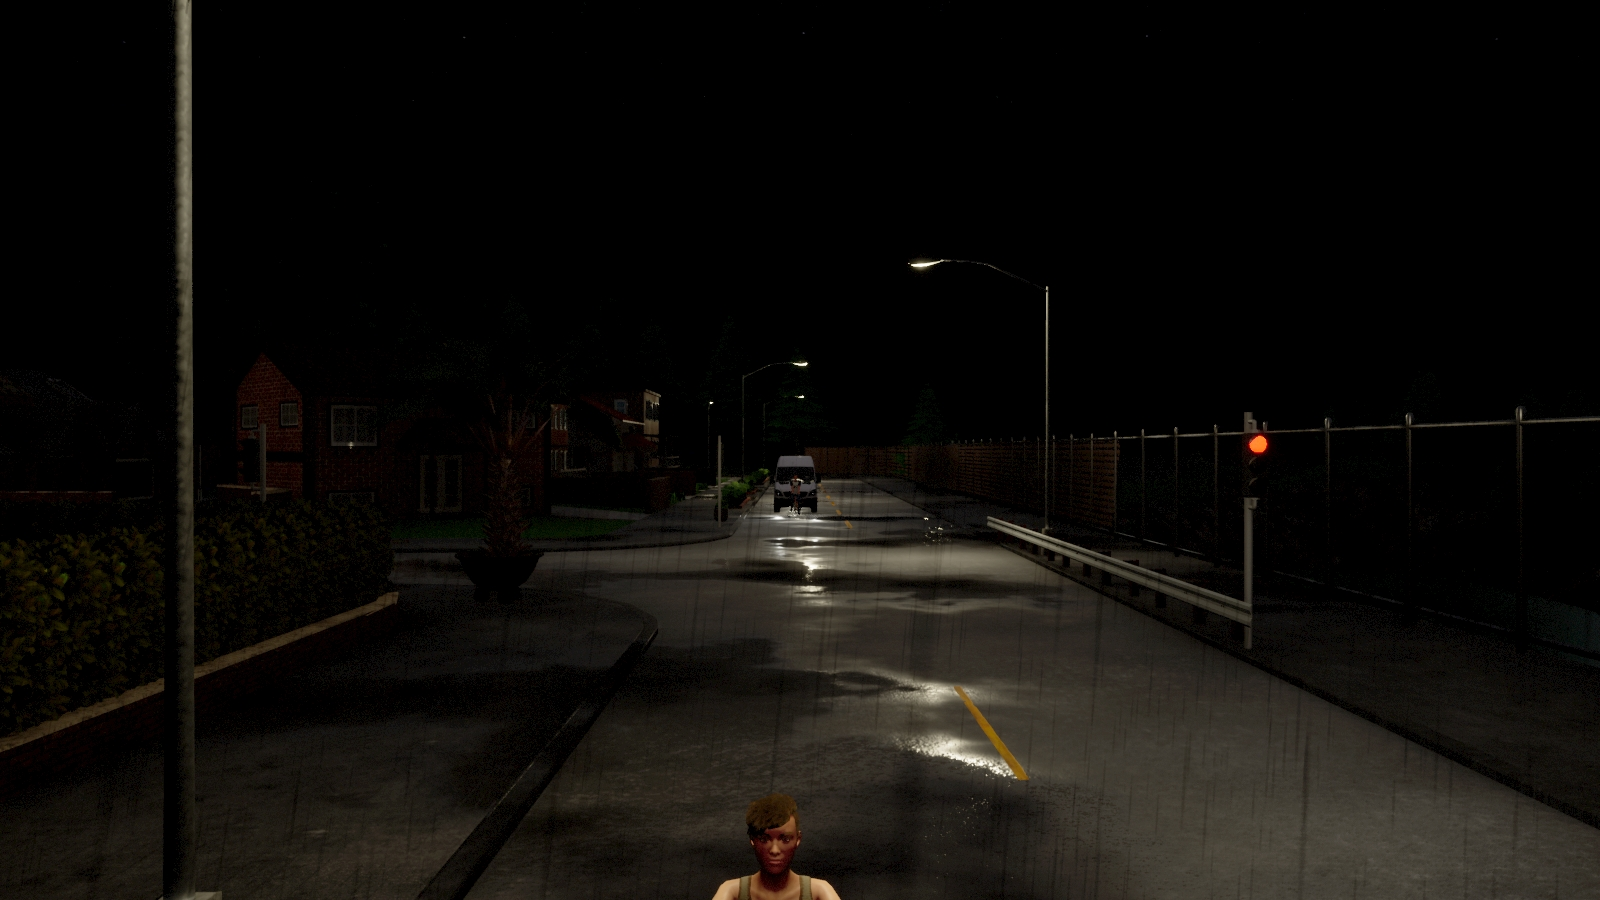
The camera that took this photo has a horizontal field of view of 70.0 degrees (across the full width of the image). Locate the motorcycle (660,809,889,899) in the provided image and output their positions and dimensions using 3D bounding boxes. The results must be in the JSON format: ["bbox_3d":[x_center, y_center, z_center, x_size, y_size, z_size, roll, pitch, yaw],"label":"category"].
[{"bbox_3d":[-0.084,2.157,3.590,0.764,1.307,2.356,0,0,-1],"label":"motorcycle"}]
